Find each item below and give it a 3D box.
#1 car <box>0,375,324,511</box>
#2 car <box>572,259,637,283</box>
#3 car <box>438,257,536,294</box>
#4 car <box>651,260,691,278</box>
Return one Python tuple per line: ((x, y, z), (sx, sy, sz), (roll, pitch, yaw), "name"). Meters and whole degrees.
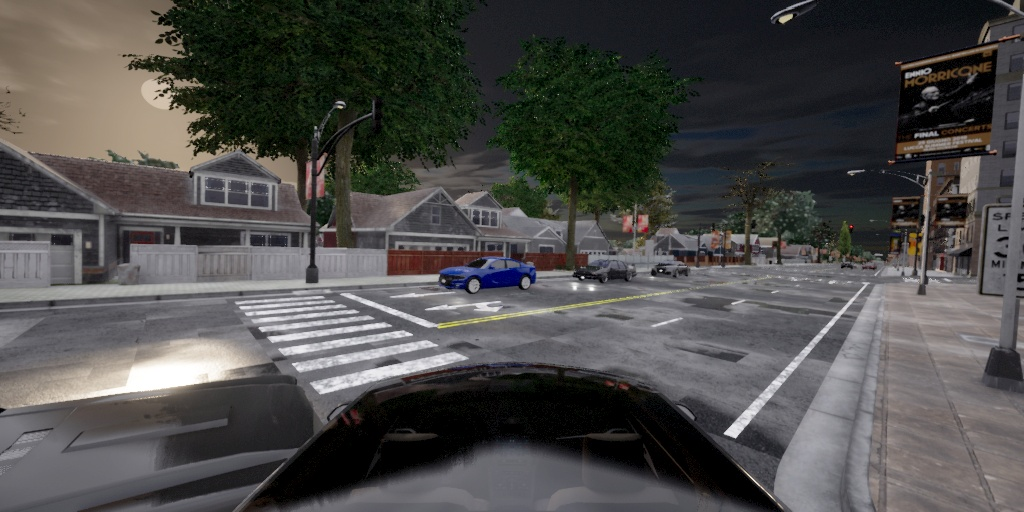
((-3.317, 1.276, 1.383), (4.718, 1.301, 1.895), (1, 2, -34), "car")
((6.202, 0.928, 23.421), (5.357, 1.411, 2.033), (1, 2, -44), "car")
((-1.013, 0.784, 16.552), (5.008, 1.535, 1.882), (1, 2, -44), "car")
((13.448, 1.023, 30.292), (4.181, 1.385, 1.994), (1, 2, -44), "car")
